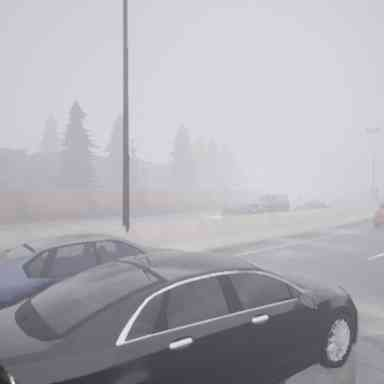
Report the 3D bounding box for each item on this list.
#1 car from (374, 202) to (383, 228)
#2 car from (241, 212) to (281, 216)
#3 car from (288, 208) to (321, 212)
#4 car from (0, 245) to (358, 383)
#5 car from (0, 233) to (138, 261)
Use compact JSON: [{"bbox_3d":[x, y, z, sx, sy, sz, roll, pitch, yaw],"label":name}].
[{"bbox_3d":[13.131,1.313,21.005,2.097,1.767,4.553,0,0,42],"label":"car"},{"bbox_3d":[7.047,1.224,30.259,2.150,2.045,5.566,0,0,39],"label":"car"},{"bbox_3d":[10.530,1.530,28.995,2.033,1.411,5.357,0,0,39],"label":"car"},{"bbox_3d":[0.146,1.511,4.076,4.892,1.490,1.837,0,0,-36],"label":"car"},{"bbox_3d":[-2.054,1.567,6.722,5.357,1.411,2.033,0,0,-37],"label":"car"}]
